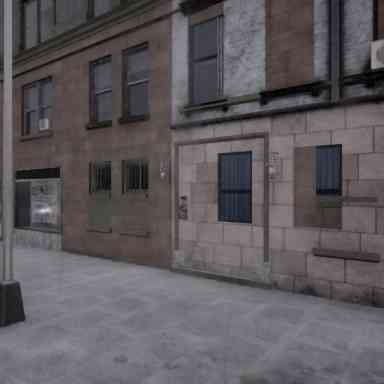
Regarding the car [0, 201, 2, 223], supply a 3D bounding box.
[{"bbox_3d":[-13.369,1.342,22.805,2.097,1.767,4.553,0,0,35],"label":"car"}]
